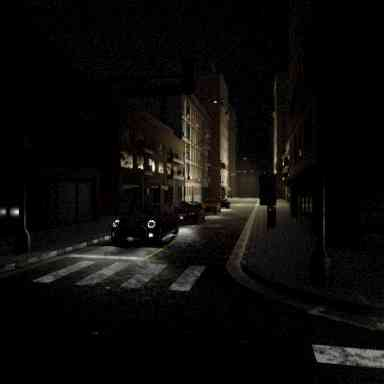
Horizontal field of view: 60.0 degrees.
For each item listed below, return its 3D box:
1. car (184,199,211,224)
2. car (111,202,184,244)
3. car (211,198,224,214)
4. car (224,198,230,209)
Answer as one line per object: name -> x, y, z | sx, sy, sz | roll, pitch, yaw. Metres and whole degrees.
car -> -0.194, 1.450, 24.710 | 2.128, 1.511, 4.902 | 0, 0, 12
car -> -2.073, 1.326, 15.770 | 2.097, 1.767, 4.553 | 0, 0, 12
car -> 1.817, 1.417, 34.127 | 1.882, 1.535, 5.008 | 0, 0, 12
car -> 3.927, 1.480, 43.863 | 1.994, 1.385, 4.181 | 0, 0, 13
